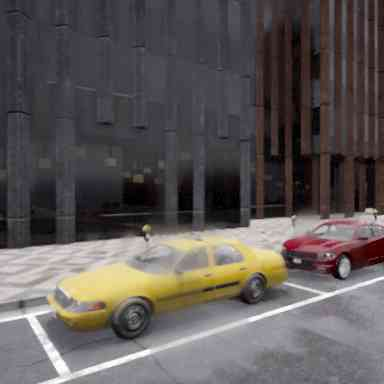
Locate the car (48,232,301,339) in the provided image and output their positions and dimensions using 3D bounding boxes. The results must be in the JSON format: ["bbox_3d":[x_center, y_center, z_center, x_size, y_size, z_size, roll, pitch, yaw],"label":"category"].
[{"bbox_3d":[-0.173,1.518,6.525,4.829,1.417,1.752,0,0,-35],"label":"car"}]

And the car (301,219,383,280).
[{"bbox_3d":[4.555,1.526,9.897,4.507,1.381,1.887,0,0,-35],"label":"car"}]
